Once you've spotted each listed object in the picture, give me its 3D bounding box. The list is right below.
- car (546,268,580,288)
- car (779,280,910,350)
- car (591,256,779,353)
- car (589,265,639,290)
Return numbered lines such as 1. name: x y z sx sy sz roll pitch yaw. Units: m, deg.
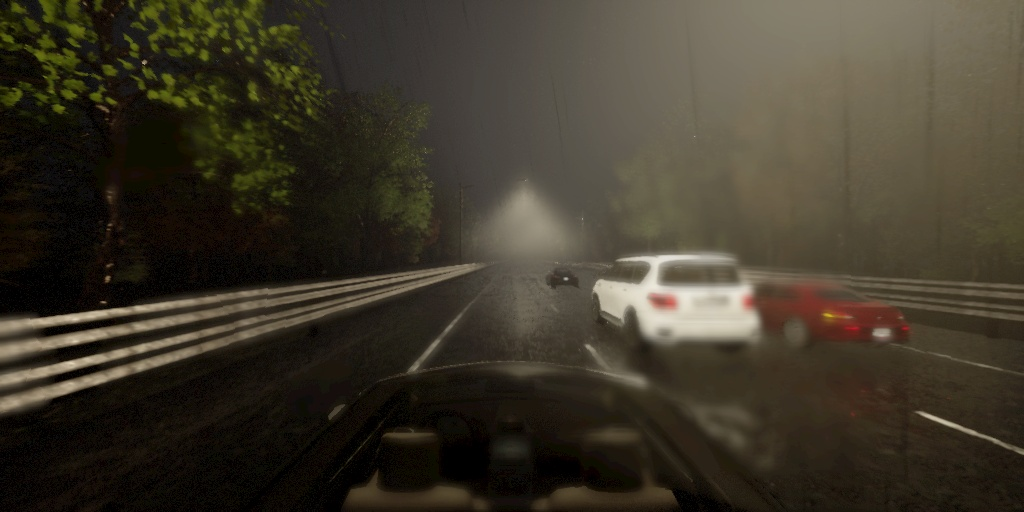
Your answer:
1. car: 3.595 1.510 25.805 1.994 1.385 4.181 0 0 0
2. car: 7.098 1.337 9.166 1.812 1.442 4.674 0 0 0
3. car: 3.597 1.032 9.119 2.150 2.045 5.566 0 0 0
4. car: 7.095 1.435 25.457 2.128 1.511 4.902 0 0 0
